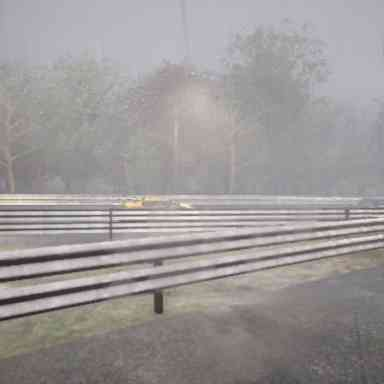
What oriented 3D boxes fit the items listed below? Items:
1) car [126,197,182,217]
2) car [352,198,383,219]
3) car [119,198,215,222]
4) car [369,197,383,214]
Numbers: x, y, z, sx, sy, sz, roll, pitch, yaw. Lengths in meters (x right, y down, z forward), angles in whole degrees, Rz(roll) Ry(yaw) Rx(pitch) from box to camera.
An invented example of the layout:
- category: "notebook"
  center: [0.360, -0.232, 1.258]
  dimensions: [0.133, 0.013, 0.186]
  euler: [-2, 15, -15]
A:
- category: "car"
  center: [-2.994, 1.119, 25.814]
  dimensions: [4.181, 1.385, 1.994]
  euler: [0, 1, -13]
- category: "car"
  center: [13.198, 1.170, 22.287]
  dimensions: [4.553, 1.767, 2.097]
  euler: [0, 1, -13]
- category: "car"
  center: [-1.438, 1.267, 18.991]
  dimensions: [5.357, 1.411, 2.033]
  euler: [0, 1, -13]
- category: "car"
  center: [19.528, 1.250, 30.894]
  dimensions: [5.357, 1.411, 2.033]
  euler: [0, 1, -13]
